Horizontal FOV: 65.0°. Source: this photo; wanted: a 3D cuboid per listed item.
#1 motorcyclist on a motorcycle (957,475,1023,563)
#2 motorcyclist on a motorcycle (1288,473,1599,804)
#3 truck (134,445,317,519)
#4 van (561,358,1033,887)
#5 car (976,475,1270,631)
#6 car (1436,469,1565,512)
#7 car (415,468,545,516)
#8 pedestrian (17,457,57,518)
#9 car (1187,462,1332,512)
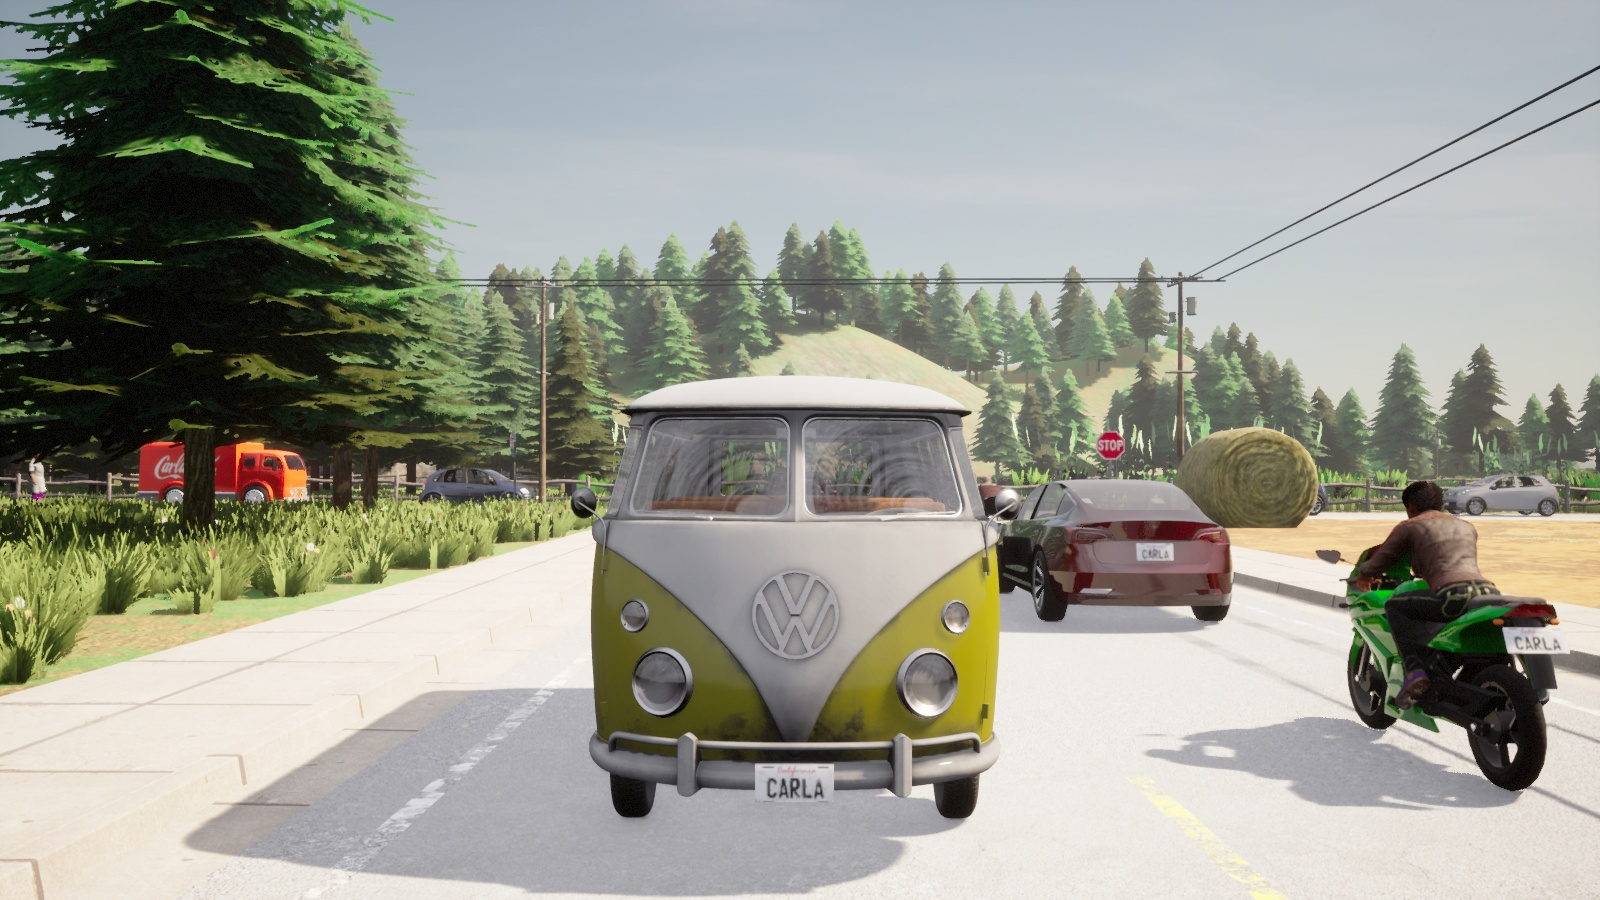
[{"bbox_3d":[3.446,1.221,22.993,0.866,1.530,2.191,0,-1,0],"label":"motorcyclist on a motorcycle"},{"bbox_3d":[3.483,0.900,6.900,0.797,1.523,2.044,0,0,0],"label":"motorcyclist on a motorcycle"},{"bbox_3d":[-20.062,1.111,44.039,5.204,2.467,2.627,0,-1,2],"label":"truck"},{"bbox_3d":[-0.017,0.684,6.965,1.775,1.987,4.442,0,-1,0],"label":"van"},{"bbox_3d":[3.466,1.045,14.573,2.163,1.488,4.792,0,-1,0],"label":"car"},{"bbox_3d":[25.302,1.454,45.461,3.633,1.501,1.845,0,-1,3],"label":"car"},{"bbox_3d":[-11.075,1.453,43.640,3.988,1.617,1.851,0,-1,3],"label":"car"},{"bbox_3d":[-24.609,1.216,40.494,0.873,1.952,0.659,0,-1,0],"label":"pedestrian"},{"bbox_3d":[16.717,1.340,45.861,4.553,1.767,2.097,0,-1,3],"label":"car"}]
